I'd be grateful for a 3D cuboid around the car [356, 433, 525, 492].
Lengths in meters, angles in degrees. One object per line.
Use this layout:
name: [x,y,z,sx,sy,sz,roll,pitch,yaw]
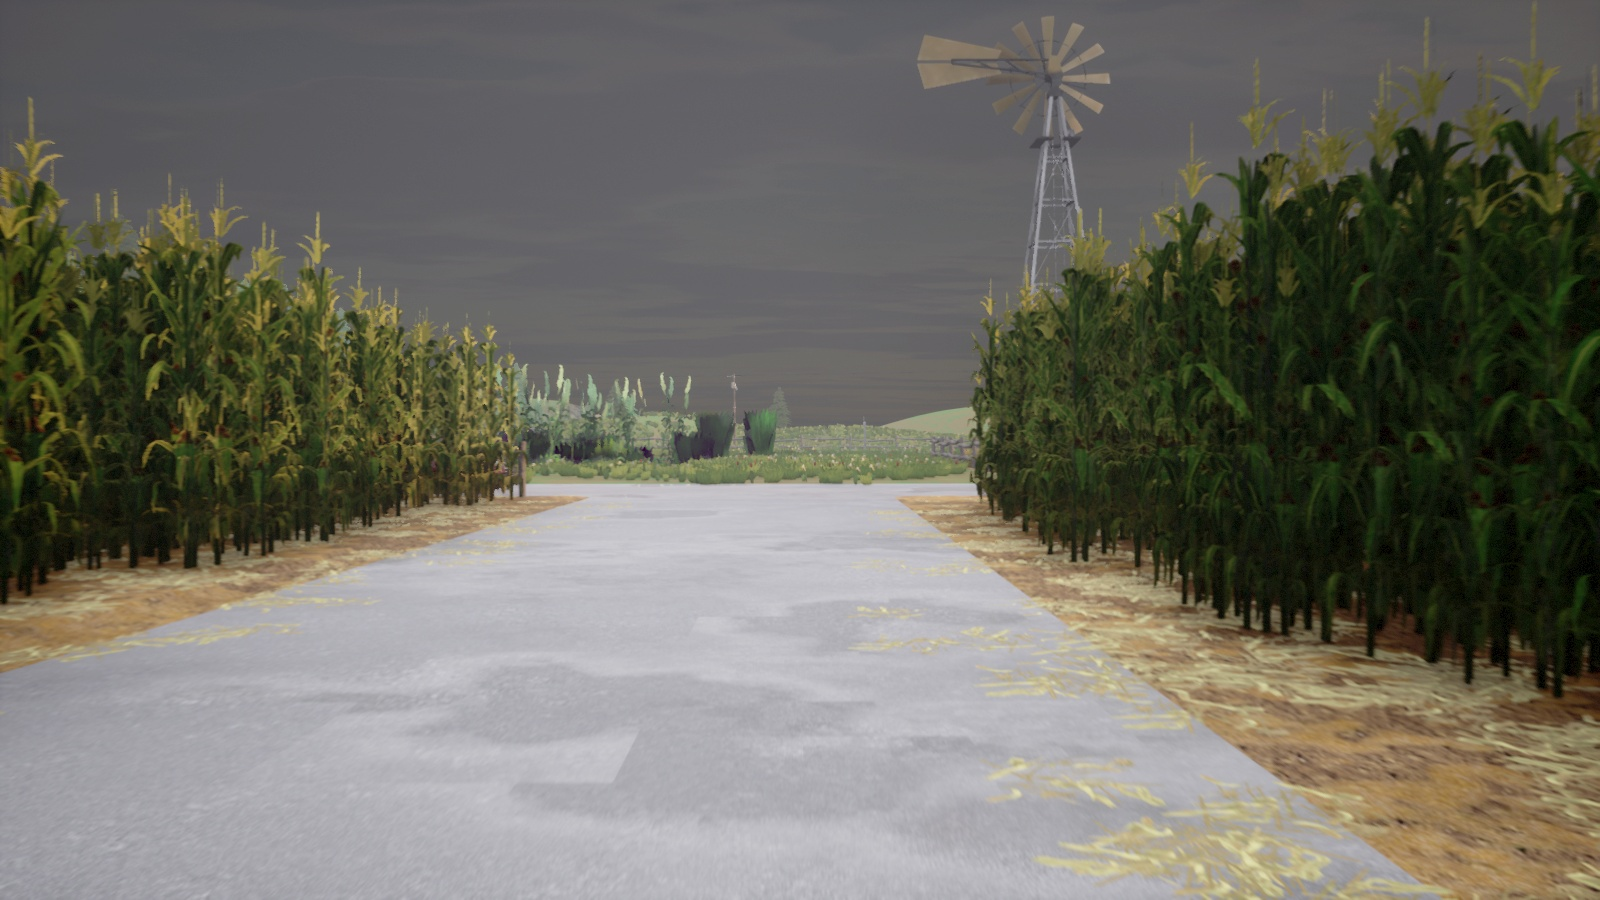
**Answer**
car: [-9.242,0.303,32.538,3.806,1.475,1.970,0,1,0]
